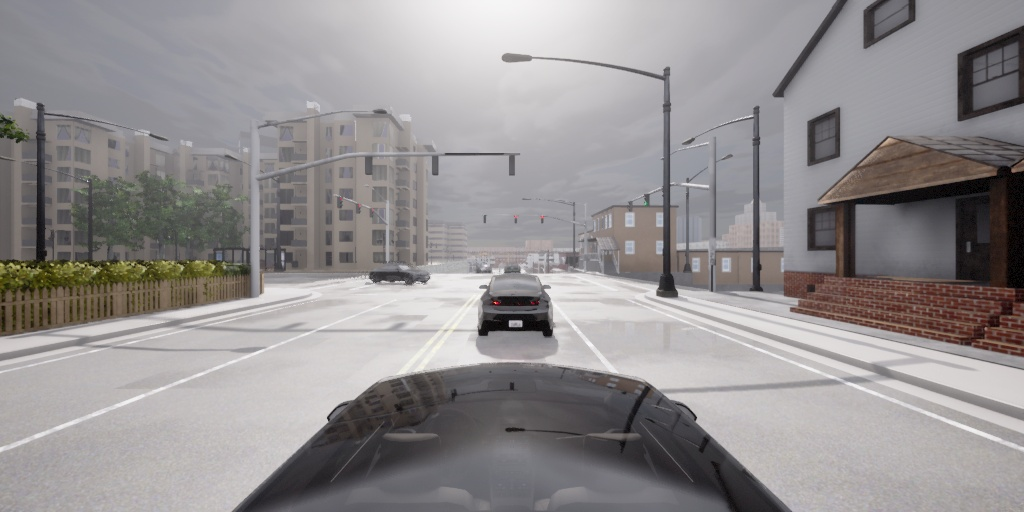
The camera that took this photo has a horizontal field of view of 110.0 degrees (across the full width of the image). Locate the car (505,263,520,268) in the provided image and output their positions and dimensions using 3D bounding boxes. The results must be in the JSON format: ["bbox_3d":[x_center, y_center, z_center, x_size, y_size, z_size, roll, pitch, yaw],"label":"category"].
[{"bbox_3d":[0.058,1.817,49.243,2.097,1.767,4.553,0,-6,0],"label":"car"}]

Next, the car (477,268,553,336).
[{"bbox_3d":[0.092,1.254,10.360,1.837,1.490,4.892,0,0,0],"label":"car"}]

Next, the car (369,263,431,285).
[{"bbox_3d":[-8.011,1.254,25.585,4.674,1.442,1.812,-1,-1,23],"label":"car"}]

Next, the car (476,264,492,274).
[{"bbox_3d":[-3.618,1.749,47.174,2.128,1.511,4.902,0,-5,0],"label":"car"}]
